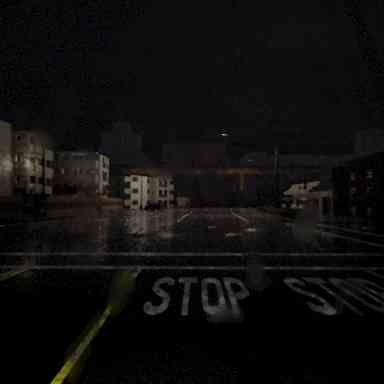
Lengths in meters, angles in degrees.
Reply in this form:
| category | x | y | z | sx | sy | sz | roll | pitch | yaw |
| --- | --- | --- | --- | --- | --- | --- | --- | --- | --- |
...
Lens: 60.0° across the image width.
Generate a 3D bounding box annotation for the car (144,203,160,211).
| category | x | y | z | sx | sy | sz | roll | pitch | yaw |
| --- | --- | --- | --- | --- | --- | --- | --- | --- | --- |
| car | -7.780 | 2.942 | 65.634 | 1.882 | 1.535 | 5.008 | -1 | -2 | 14 |
